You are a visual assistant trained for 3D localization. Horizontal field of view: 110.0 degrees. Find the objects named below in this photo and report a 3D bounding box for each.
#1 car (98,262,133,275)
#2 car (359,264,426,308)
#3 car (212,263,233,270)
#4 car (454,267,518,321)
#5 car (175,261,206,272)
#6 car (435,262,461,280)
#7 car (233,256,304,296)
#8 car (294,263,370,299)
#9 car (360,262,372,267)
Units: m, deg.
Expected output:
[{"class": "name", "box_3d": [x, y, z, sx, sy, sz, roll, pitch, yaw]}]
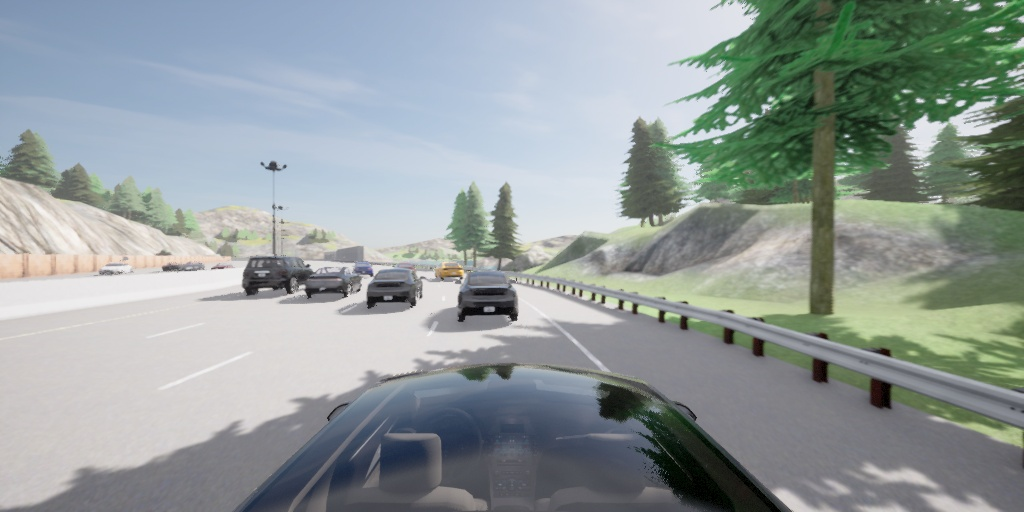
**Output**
[{"class": "car", "box_3d": [-47.251, 1.509, 42.862, 1.812, 1.442, 4.674, 0, 0, -31]}, {"class": "car", "box_3d": [-4.910, 1.282, 15.453, 1.837, 1.490, 4.892, 0, 0, -9]}, {"class": "car", "box_3d": [-36.707, 1.535, 45.699, 1.895, 1.301, 4.718, 0, 0, -31]}, {"class": "car", "box_3d": [-0.913, 1.263, 12.519, 1.837, 1.490, 4.892, 0, 0, -7]}, {"class": "car", "box_3d": [-41.385, 1.449, 46.629, 2.128, 1.511, 4.902, 0, 0, -31]}, {"class": "car", "box_3d": [-5.617, 1.263, 31.625, 1.882, 1.535, 5.008, 0, 0, -20]}, {"class": "car", "box_3d": [-13.004, 1.038, 20.312, 2.150, 2.045, 5.566, 0, 0, -14]}, {"class": "car", "box_3d": [-9.071, 1.289, 18.549, 2.128, 1.511, 4.902, 0, 0, -12]}, {"class": "car", "box_3d": [-14.956, 1.356, 35.832, 1.812, 1.442, 4.674, 0, 0, -25]}]
